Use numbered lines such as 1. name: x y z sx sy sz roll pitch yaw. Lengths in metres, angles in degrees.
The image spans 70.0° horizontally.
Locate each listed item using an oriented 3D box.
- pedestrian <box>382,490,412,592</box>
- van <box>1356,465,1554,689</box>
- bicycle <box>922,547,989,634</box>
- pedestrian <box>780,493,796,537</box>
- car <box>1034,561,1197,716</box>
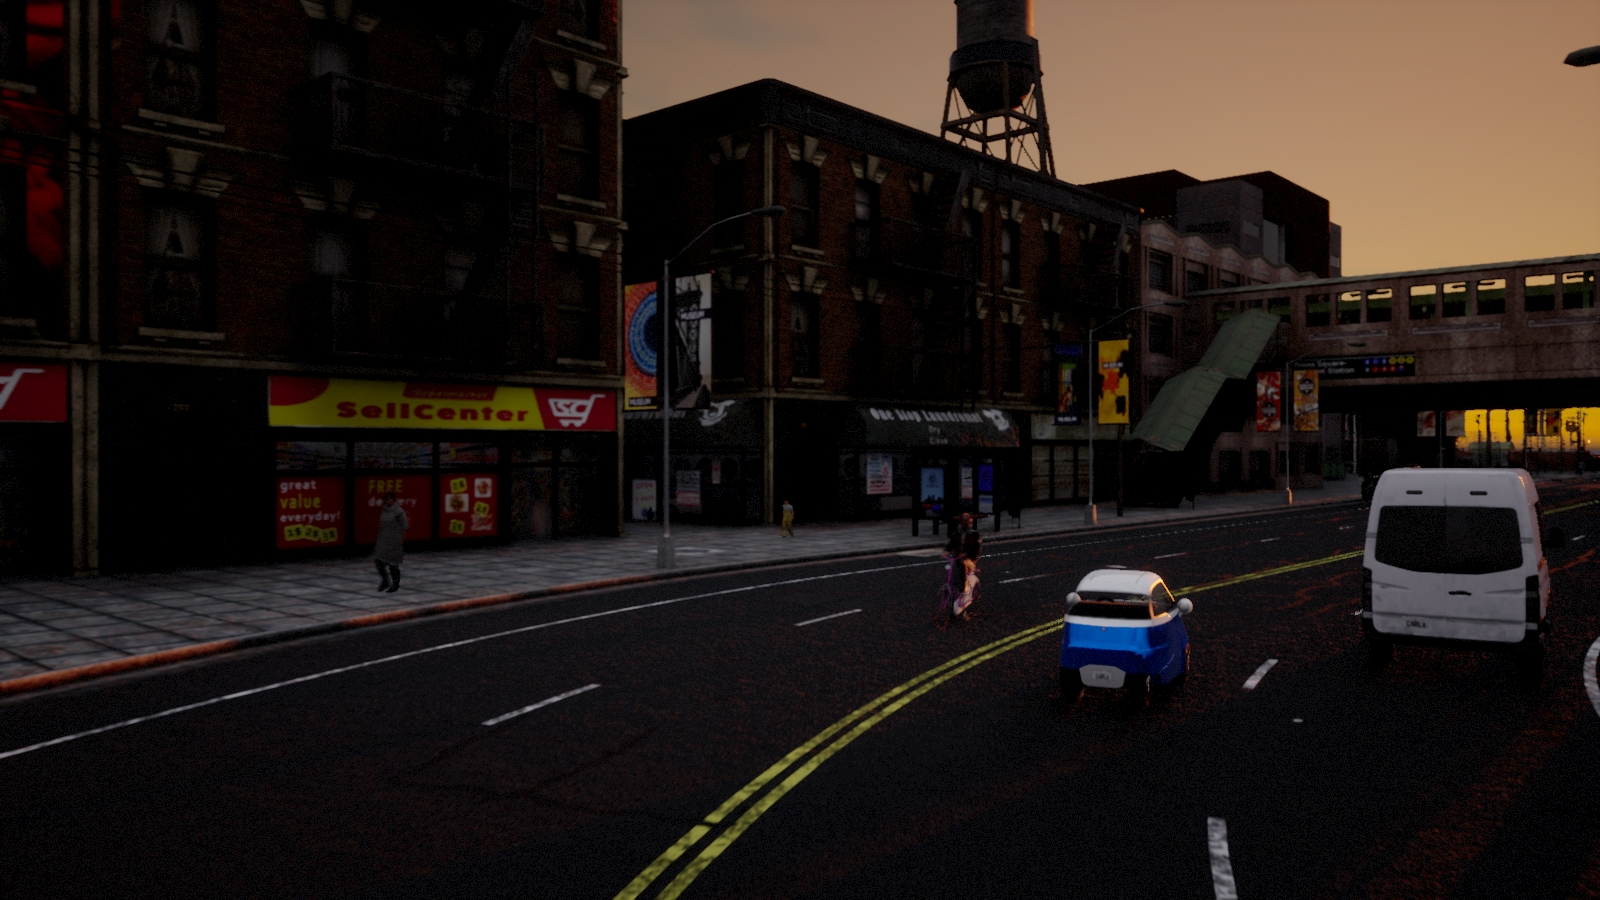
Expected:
1. pedestrian: -7.523 1.686 21.314 0.375 1.860 0.375 0 0 20
2. van: 9.569 1.530 16.403 1.988 2.561 5.915 0 0 34
3. bicycle: 2.497 2.204 18.204 0.329 1.171 1.835 2 1 31
4. pedestrian: -0.366 1.964 34.427 0.375 1.300 0.375 0 0 24
5. car: 3.740 2.116 13.359 1.481 1.376 2.207 0 0 25
